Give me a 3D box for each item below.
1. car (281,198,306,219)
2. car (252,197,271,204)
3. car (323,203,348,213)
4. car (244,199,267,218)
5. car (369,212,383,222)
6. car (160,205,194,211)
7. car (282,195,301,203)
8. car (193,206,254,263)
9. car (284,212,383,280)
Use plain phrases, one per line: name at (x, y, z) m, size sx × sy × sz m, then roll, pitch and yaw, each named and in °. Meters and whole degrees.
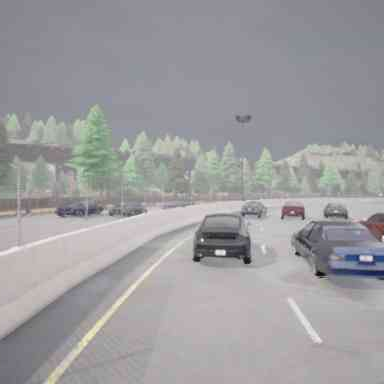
car at (9.159, 1.558, 29.916) m, size 1.882 × 1.535 × 5.008 m, roll 0°, pitch 0°, yaw 19°
car at (13.987, 1.635, 66.521) m, size 1.994 × 1.385 × 4.181 m, roll 1°, pitch 0°, yaw 39°
car at (13.299, 1.684, 30.930) m, size 1.994 × 1.385 × 4.181 m, roll 1°, pitch 0°, yaw 21°
car at (5.823, 1.596, 31.123) m, size 2.033 × 1.411 × 5.357 m, roll 1°, pitch 0°, yaw 20°
car at (8.532, 1.556, 14.038) m, size 1.882 × 1.535 × 5.008 m, roll 0°, pitch 0°, yaw 9°
car at (-1.325, 1.527, 32.457) m, size 2.033 × 1.411 × 5.357 m, roll 1°, pitch 0°, yaw 19°
car at (20.570, 1.428, 68.732) m, size 1.882 × 1.535 × 5.008 m, roll 1°, pitch 0°, yaw 41°
car at (1.161, 1.515, 12.139) m, size 1.837 × 1.490 × 4.892 m, roll 0°, pitch 1°, yaw 8°
car at (4.353, 1.586, 10.198) m, size 2.033 × 1.411 × 5.357 m, roll 1°, pitch 0°, yaw 7°
